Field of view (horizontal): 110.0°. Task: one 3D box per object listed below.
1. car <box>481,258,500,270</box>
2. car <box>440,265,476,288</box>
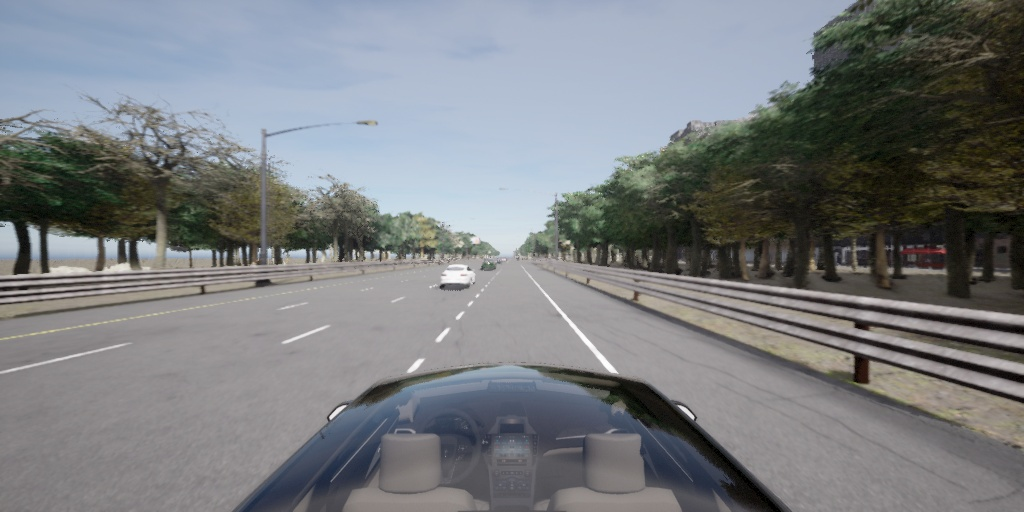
[{"bbox_3d":[-3.383,1.129,53.838,2.097,1.767,4.553,0,0,0],"label":"car"},{"bbox_3d":[-3.481,1.287,23.515,1.812,1.442,4.674,0,0,0],"label":"car"}]
